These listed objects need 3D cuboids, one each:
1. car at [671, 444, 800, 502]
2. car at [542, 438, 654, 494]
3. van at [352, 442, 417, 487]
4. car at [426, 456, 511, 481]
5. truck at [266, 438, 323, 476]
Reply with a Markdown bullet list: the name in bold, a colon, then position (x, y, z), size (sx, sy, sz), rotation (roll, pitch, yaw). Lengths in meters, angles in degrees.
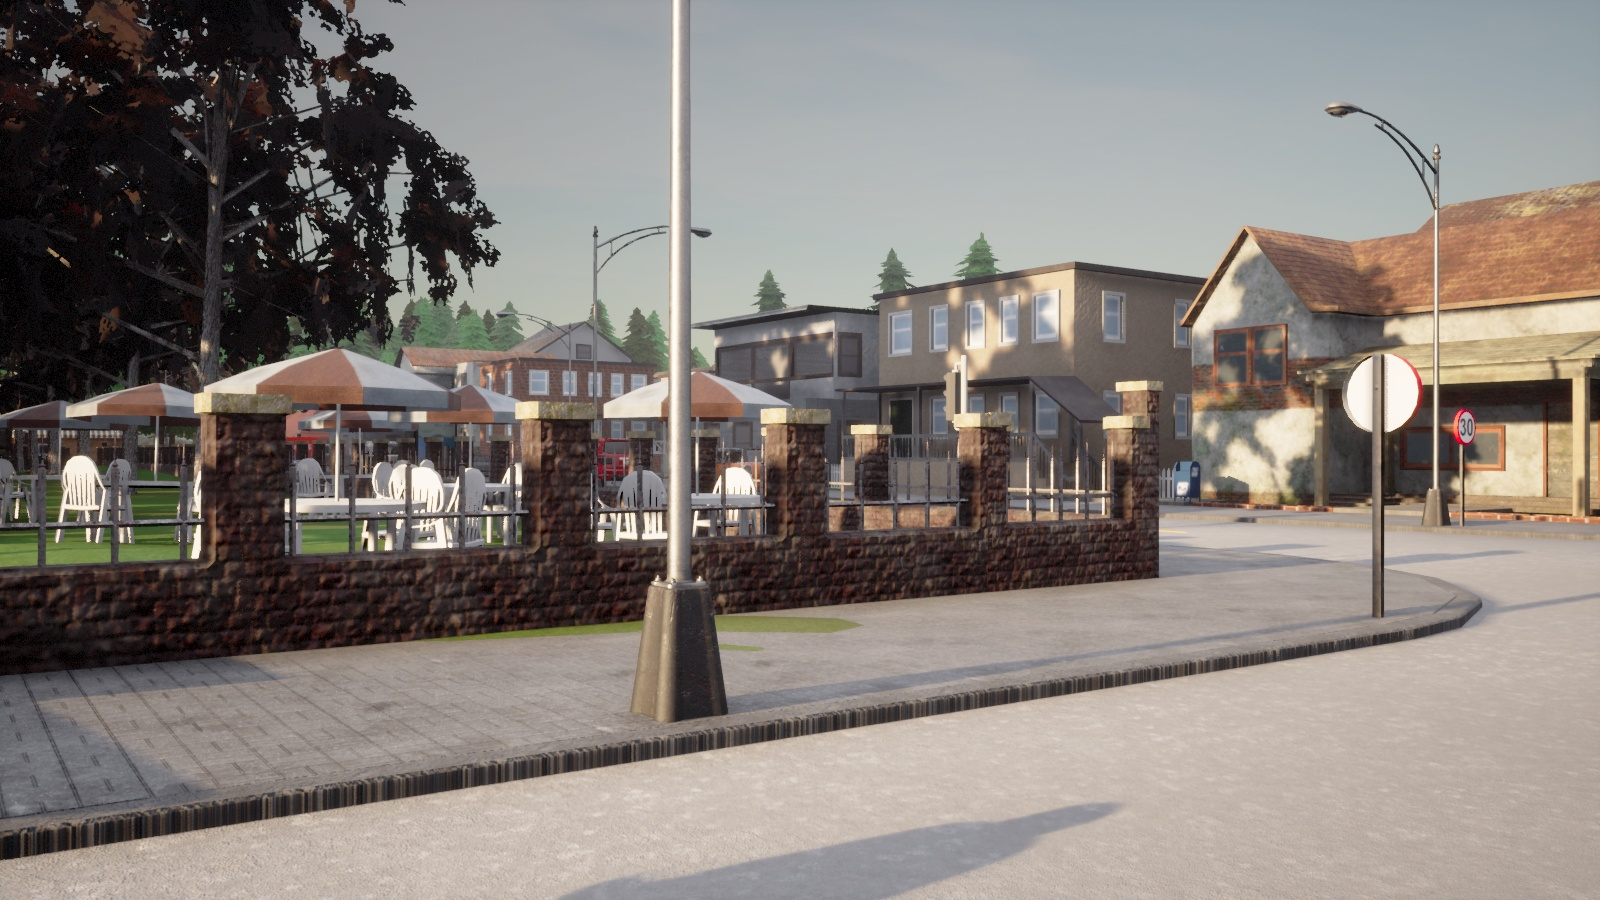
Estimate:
- **car**: position (-2.155, 0.708, 40.806), size (2.097, 1.767, 4.553), rotation (0, 0, -35)
- **car**: position (-7.976, 0.601, 49.126), size (2.150, 2.045, 5.566), rotation (0, 0, -35)
- **van**: position (-19.457, 0.653, 58.694), size (2.069, 2.038, 4.480), rotation (0, 0, -30)
- **car**: position (-18.722, 1.022, 71.023), size (4.181, 1.385, 1.994), rotation (0, 0, -41)
- **truck**: position (-35.820, 0.528, 88.921), size (2.627, 2.467, 5.204), rotation (0, -2, -35)
